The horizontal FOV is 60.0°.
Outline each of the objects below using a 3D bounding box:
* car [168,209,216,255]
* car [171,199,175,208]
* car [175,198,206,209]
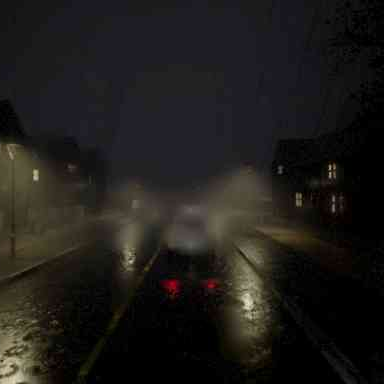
[{"bbox_3d":[0.012,1.664,13.890,1.812,1.442,4.674,0,0,0],"label":"car"},{"bbox_3d":[-2.848,2.092,60.675,2.128,1.511,4.902,0,-1,0],"label":"car"},{"bbox_3d":[-0.013,1.499,27.565,2.150,2.045,5.566,0,0,0],"label":"car"}]
